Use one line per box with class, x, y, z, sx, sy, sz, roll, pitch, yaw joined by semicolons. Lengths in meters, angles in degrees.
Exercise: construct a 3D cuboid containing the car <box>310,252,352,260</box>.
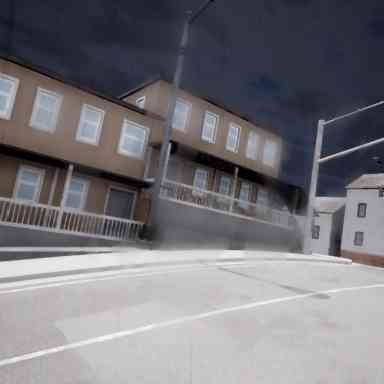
car;11.557;5.977;29.274;1.895;1.301;4.718;15;-17;-34
